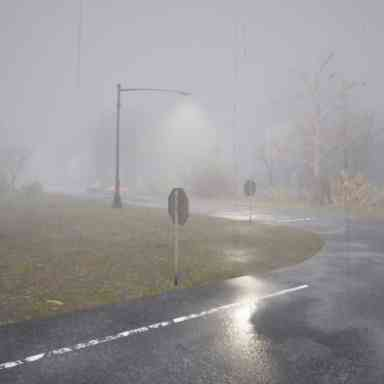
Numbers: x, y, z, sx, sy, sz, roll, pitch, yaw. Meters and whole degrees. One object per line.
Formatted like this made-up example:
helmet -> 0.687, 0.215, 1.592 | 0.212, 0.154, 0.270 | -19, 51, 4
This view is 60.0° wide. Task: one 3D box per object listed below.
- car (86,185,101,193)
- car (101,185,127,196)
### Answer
car -> -17.586, -0.562, 59.848 | 1.882, 1.535, 5.008 | 0, 2, -36
car -> -11.992, -0.378, 52.014 | 2.097, 1.767, 4.553 | 0, 2, -36
